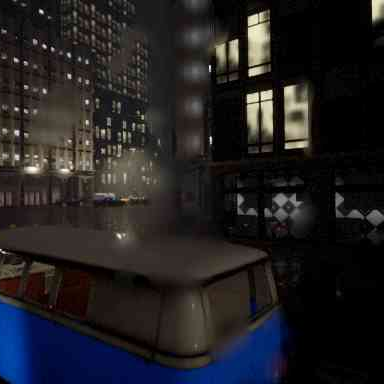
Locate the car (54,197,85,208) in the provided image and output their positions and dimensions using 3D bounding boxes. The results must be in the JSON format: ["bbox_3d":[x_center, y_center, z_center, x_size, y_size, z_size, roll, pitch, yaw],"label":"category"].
[{"bbox_3d":[-16.868,1.403,45.949,1.947,1.339,4.313,0,0,36],"label":"car"}]

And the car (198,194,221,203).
[{"bbox_3d":[3.238,1.101,59.230,2.008,1.369,4.403,0,0,36],"label":"car"}]

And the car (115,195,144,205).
[{"bbox_3d":[-10.306,1.278,54.914,1.752,1.417,4.829,0,0,36],"label":"car"}]

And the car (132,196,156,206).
[{"bbox_3d":[-6.753,1.230,45.582,2.008,1.369,4.403,0,0,36],"label":"car"}]

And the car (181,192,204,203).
[{"bbox_3d":[-0.094,0.909,54.680,2.192,1.841,5.009,0,0,36],"label":"car"}]

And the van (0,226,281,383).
[{"bbox_3d":[-1.051,1.342,3.640,3.998,1.788,1.690,0,-1,36],"label":"van"}]

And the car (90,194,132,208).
[{"bbox_3d":[-10.083,1.267,41.033,1.887,1.381,4.507,0,0,36],"label":"car"}]

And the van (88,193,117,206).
[{"bbox_3d":[-13.539,1.136,50.500,1.690,1.788,3.998,0,0,36],"label":"van"}]

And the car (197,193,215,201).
[{"bbox_3d":[3.121,1.016,73.256,1.967,1.590,4.097,0,0,36],"label":"car"}]
